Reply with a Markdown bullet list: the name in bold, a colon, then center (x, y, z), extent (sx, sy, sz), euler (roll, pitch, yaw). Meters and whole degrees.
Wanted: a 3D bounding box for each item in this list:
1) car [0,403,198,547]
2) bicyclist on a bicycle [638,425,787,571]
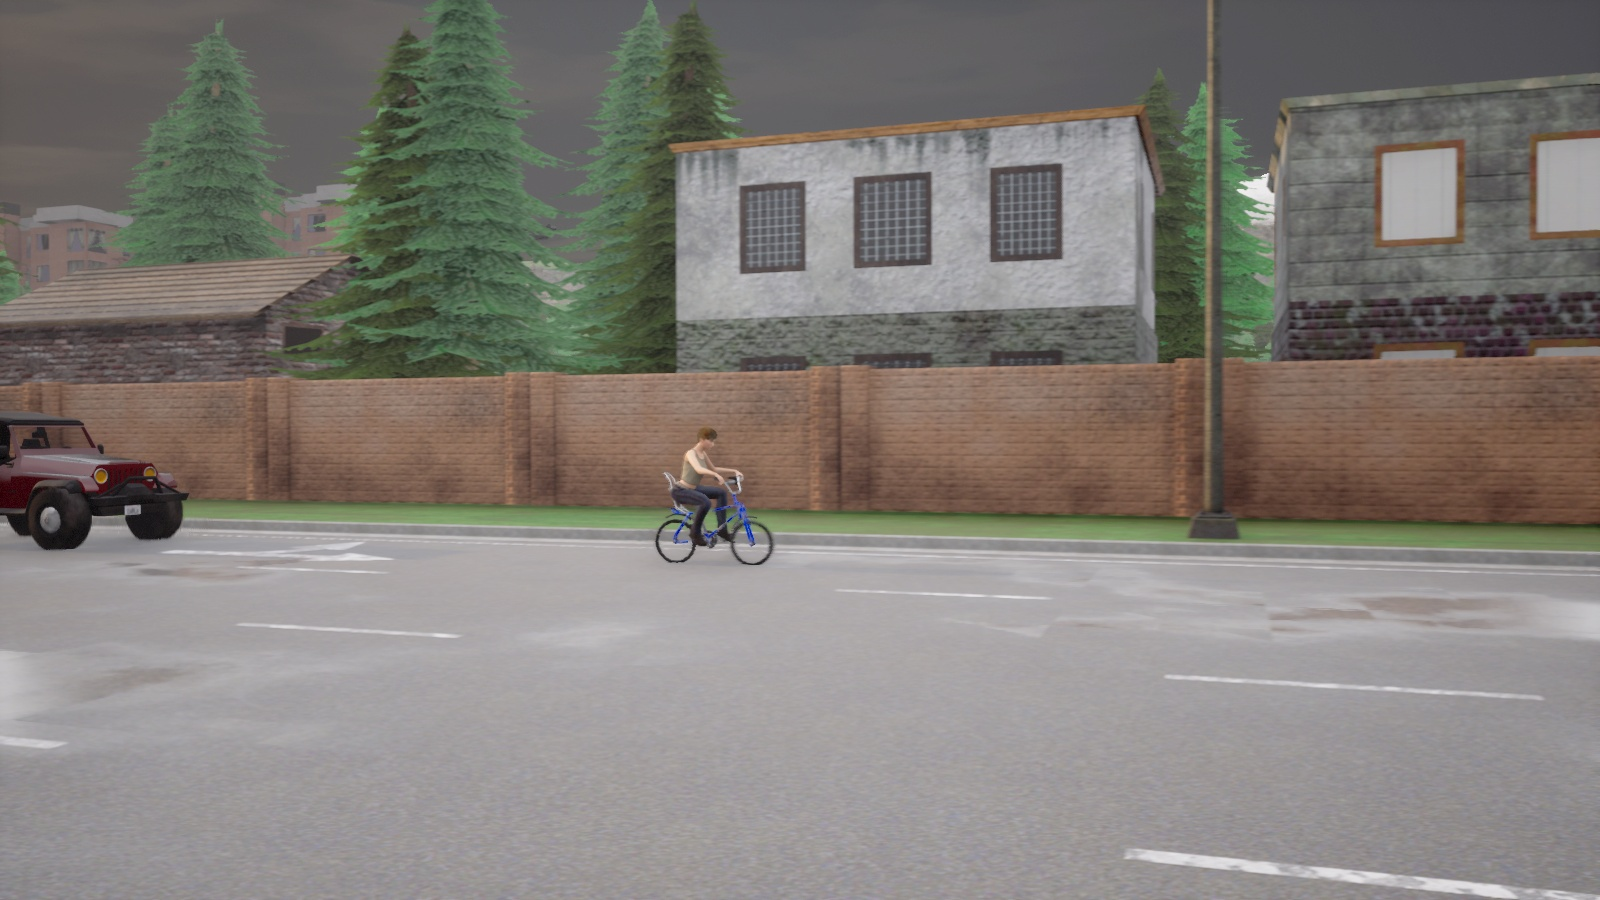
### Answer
- **car**: center (-10.878, 0.294, 17.927), extent (3.866, 1.878, 1.905), euler (1, 1, 19)
- **bicyclist on a bicycle**: center (-1.012, 0.525, 14.614), extent (1.509, 1.612, 0.866), euler (1, 1, 19)
